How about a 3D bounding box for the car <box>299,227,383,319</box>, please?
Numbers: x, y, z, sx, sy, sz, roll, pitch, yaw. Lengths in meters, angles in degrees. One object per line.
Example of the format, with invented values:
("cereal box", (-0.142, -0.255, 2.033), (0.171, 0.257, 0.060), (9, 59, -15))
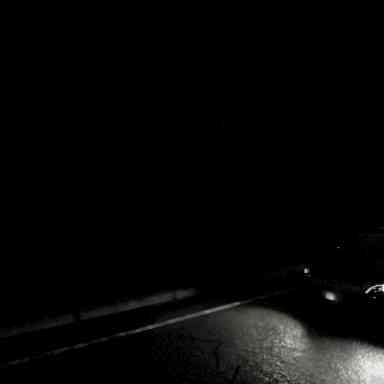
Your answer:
("car", (4.280, 1.507, 7.042), (4.674, 1.442, 1.812), (0, 0, -35))
